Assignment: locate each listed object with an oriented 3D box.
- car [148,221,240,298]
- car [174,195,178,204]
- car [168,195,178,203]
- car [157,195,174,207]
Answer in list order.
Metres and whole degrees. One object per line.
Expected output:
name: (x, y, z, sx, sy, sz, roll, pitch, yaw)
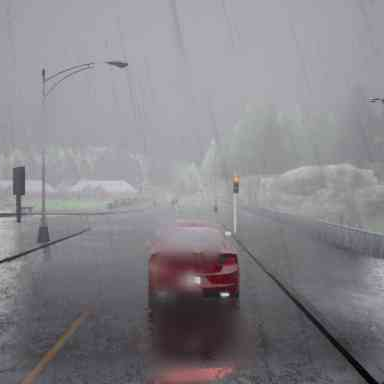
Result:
car: (0.053, 1.478, 8.591, 1.882, 1.535, 5.008, 0, 0, 0)
car: (-4.125, 1.526, 60.740, 1.812, 1.442, 4.674, 0, 0, 1)
car: (-4.052, 1.500, 70.905, 1.837, 1.490, 4.892, 0, 0, 0)
car: (-4.132, 1.526, 50.822, 1.812, 1.442, 4.674, 0, 0, 0)
